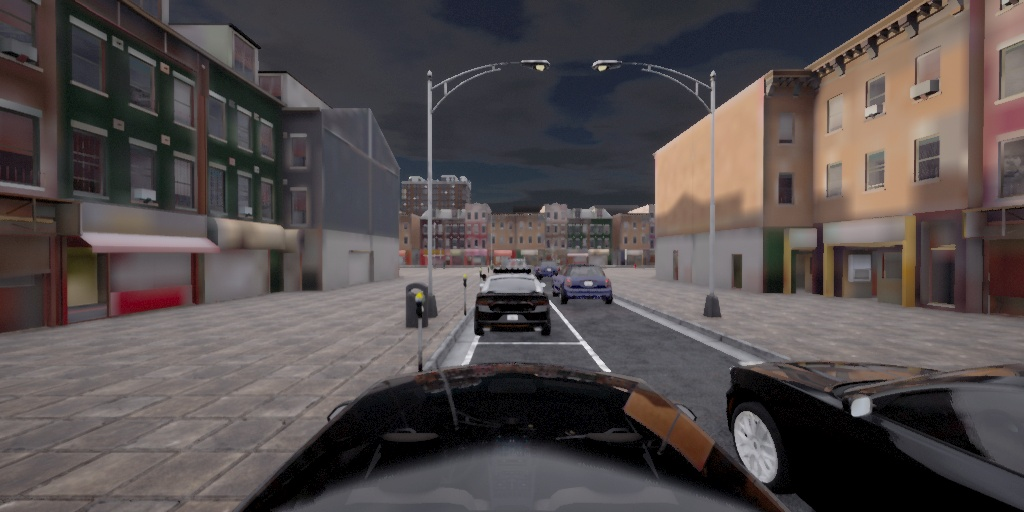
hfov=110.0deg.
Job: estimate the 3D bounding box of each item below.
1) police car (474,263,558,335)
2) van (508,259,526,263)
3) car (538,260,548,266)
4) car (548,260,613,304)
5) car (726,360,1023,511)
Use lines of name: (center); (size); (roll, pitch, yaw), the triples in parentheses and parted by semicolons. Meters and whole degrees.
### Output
police car: (0.012, 1.174, 10.611); (1.930, 1.638, 5.238); (0, 0, 0)
van: (0.382, 1.094, 27.349); (1.690, 1.789, 3.998); (0, 0, 0)
car: (3.021, 1.123, 31.307); (2.097, 1.767, 4.553); (0, 0, 0)
car: (3.021, 1.117, 16.306); (2.097, 1.767, 4.553); (0, 0, 0)
car: (3.020, 1.227, 1.501); (1.882, 1.535, 5.008); (0, 0, 0)
